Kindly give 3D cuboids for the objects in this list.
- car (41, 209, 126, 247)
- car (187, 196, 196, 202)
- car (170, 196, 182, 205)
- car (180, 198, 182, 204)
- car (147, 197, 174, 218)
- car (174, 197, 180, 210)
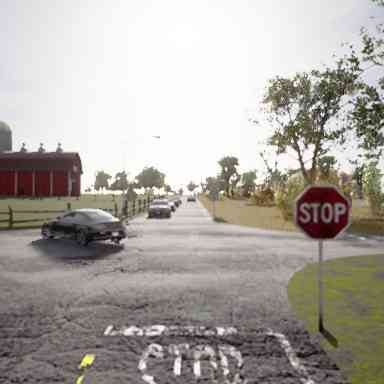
[{"bbox_3d":[-4.867,1.488,14.843,4.674,1.442,1.812,1,-1,40],"label":"car"},{"bbox_3d":[-0.122,1.484,72.026,1.994,1.385,4.181,0,0,0],"label":"car"},{"bbox_3d":[-2.858,1.498,59.715,1.994,1.385,4.181,0,0,1],"label":"car"},{"bbox_3d":[-2.914,1.417,49.663,1.882,1.535,5.008,0,0,0],"label":"car"},{"bbox_3d":[-2.858,1.460,29.974,1.837,1.490,4.892,0,0,-1],"label":"car"},{"bbox_3d":[-2.908,1.494,39.761,2.033,1.411,5.357,0,0,0],"label":"car"}]
